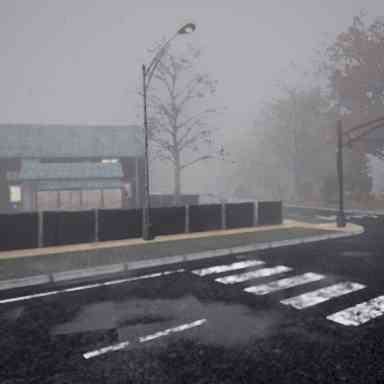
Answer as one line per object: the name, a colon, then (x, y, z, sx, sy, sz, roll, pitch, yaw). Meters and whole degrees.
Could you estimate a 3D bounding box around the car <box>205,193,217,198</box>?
car: (2.916, 0.927, 53.848, 1.812, 1.442, 4.674, -2, 1, -14)

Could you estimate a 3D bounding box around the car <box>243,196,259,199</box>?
car: (6.911, 1.177, 38.604, 1.895, 1.301, 4.718, -2, 1, -15)
